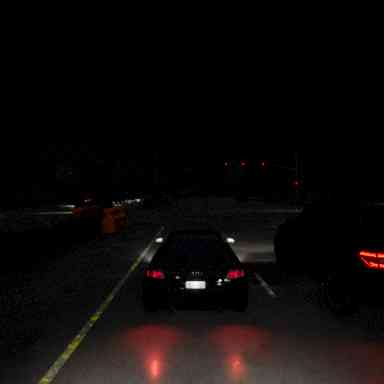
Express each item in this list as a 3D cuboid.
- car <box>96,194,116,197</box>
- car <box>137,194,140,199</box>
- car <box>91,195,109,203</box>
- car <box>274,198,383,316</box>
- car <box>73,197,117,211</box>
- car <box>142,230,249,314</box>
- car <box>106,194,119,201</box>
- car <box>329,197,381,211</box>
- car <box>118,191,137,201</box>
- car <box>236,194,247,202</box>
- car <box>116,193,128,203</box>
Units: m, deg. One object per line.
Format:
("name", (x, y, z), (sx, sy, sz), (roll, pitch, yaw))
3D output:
("car", (-14.336, 1.396, 54.167), (1.994, 1.385, 4.181), (0, 0, 0))
("car", (-14.790, 1.279, 87.588), (1.895, 1.301, 4.718), (0, 0, -3))
("car", (-17.833, 1.331, 64.966), (2.033, 1.411, 5.357), (0, 0, 0))
("car", (3.591, 1.221, 7.652), (2.150, 2.045, 5.566), (0, 0, -2))
("car", (-10.478, 1.482, 35.453), (4.181, 1.385, 1.994), (0, 0, -14))
("car", (0.069, 1.563, 7.723), (1.994, 1.385, 4.181), (0, 0, 0))
("car", (-17.865, 1.241, 74.646), (1.837, 1.490, 4.892), (0, 0, 0))
("car", (18.479, 1.399, 37.977), (4.902, 1.511, 2.128), (0, 0, 2))
("car", (-14.365, 0.967, 74.591), (2.150, 2.045, 5.566), (0, 0, 0))
("car", (10.274, 1.270, 69.401), (1.837, 1.490, 4.892), (0, 1, 0))
("car", (-14.343, 1.388, 64.278), (1.895, 1.301, 4.718), (0, 0, 0))
